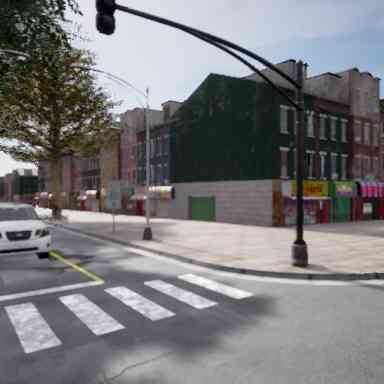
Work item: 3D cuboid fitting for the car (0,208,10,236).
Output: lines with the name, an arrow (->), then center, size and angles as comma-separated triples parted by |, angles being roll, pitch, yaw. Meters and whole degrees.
car -> -13.089, 1.869, 21.356 | 1.882, 1.535, 5.008 | 0, -1, -35

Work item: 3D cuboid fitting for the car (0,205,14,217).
car -> -23.356, 2.305, 40.876 | 1.994, 1.385, 4.181 | 0, -1, -35

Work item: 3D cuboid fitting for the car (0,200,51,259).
car -> -7.238, 1.458, 13.135 | 2.150, 2.045, 5.566 | 0, -1, -36
